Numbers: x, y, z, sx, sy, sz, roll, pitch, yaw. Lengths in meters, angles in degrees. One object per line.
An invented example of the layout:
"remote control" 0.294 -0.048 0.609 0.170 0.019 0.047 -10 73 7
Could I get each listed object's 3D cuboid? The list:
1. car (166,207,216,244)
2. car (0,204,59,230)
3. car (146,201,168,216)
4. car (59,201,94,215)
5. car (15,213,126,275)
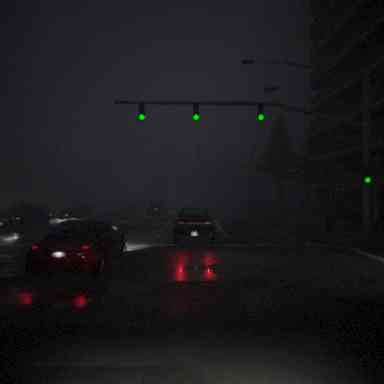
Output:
"car" 0.100 1.498 15.937 2.128 1.511 4.902 0 0 0
"car" -10.575 1.500 20.891 2.128 1.511 4.902 0 0 0
"car" -3.405 1.577 33.177 1.994 1.385 4.181 0 0 0
"car" -10.558 1.560 30.634 2.033 1.411 5.357 0 0 0
"car" -3.400 1.568 10.491 1.994 1.385 4.181 0 0 0
